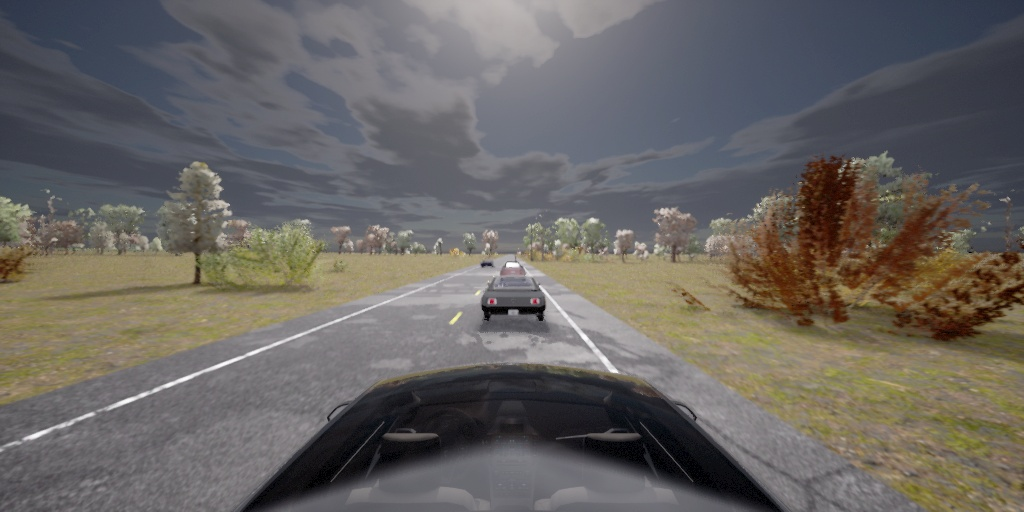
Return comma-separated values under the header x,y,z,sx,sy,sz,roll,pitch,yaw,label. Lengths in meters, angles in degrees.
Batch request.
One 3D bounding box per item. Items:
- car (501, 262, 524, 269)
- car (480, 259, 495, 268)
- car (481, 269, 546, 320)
x,y,z,sx,sy,sz,roll,pitch,yaw,label
0.070,1.161,29.348,1.994,1.385,4.181,0,0,0,car
-3.578,1.075,52.419,1.895,1.301,4.718,0,0,0,car
0.062,1.291,12.316,1.895,1.301,4.718,0,0,0,car
